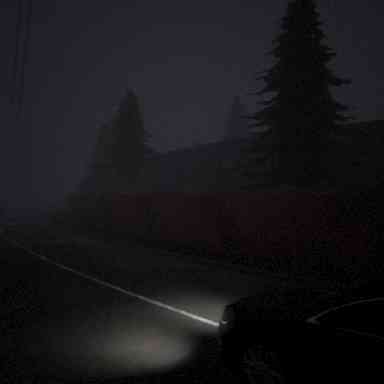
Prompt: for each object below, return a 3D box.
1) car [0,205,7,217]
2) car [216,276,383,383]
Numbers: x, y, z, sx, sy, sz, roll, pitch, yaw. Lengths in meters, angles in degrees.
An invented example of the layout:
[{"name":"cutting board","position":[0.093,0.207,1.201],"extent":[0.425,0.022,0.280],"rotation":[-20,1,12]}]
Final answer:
[{"name":"car","position":[-21.973,2.071,37.039],"extent":[1.895,1.301,4.718],"rotation":[2,-1,-21]},{"name":"car","position":[2.486,1.642,3.455],"extent":[4.892,1.490,1.837],"rotation":[0,-2,42]}]
